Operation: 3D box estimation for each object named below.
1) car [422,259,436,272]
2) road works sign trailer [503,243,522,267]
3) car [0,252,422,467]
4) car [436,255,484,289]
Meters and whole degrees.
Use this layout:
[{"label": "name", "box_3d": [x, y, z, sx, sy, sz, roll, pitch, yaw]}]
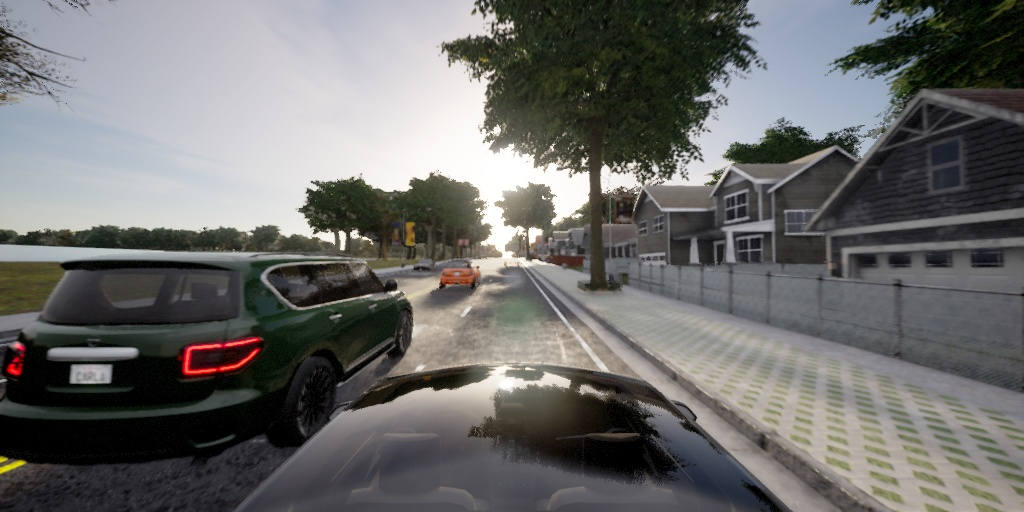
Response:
[{"label": "car", "box_3d": [-9.842, 1.055, 41.287, 2.033, 1.411, 5.357, 0, 1, 0]}, {"label": "road works sign trailer", "box_3d": [-0.004, -0.177, 56.535, 2.380, 3.560, 2.880, 0, 0, 1]}, {"label": "car", "box_3d": [-3.162, 0.971, 5.358, 2.150, 2.045, 5.566, 0, 0, 0]}, {"label": "car", "box_3d": [-3.149, 1.018, 22.642, 2.097, 1.767, 4.553, 0, 0, 0]}]
